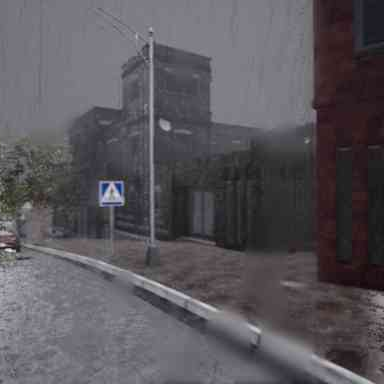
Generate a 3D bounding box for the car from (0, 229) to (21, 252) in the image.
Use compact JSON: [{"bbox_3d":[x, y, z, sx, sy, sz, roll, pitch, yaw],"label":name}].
[{"bbox_3d":[-11.839,3.028,20.634,1.812,1.442,4.674,0,-5,-33],"label":"car"}]
